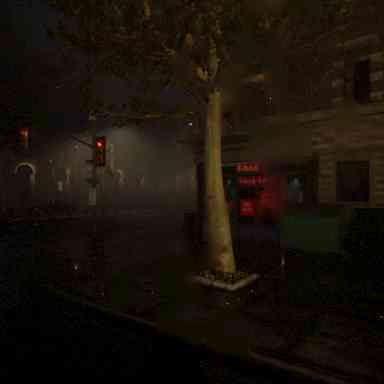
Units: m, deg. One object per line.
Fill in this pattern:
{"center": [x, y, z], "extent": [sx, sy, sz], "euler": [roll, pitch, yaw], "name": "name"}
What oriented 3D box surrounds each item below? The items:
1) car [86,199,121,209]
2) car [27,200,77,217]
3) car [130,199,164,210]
{"center": [-11.959, 1.595, 45.174], "extent": [1.895, 1.301, 4.718], "euler": [0, 0, 36], "name": "car"}
{"center": [-13.376, 1.526, 31.956], "extent": [1.812, 1.442, 4.674], "euler": [0, 0, 36], "name": "car"}
{"center": [-5.628, 1.600, 42.562], "extent": [1.895, 1.301, 4.718], "euler": [0, 0, 36], "name": "car"}
